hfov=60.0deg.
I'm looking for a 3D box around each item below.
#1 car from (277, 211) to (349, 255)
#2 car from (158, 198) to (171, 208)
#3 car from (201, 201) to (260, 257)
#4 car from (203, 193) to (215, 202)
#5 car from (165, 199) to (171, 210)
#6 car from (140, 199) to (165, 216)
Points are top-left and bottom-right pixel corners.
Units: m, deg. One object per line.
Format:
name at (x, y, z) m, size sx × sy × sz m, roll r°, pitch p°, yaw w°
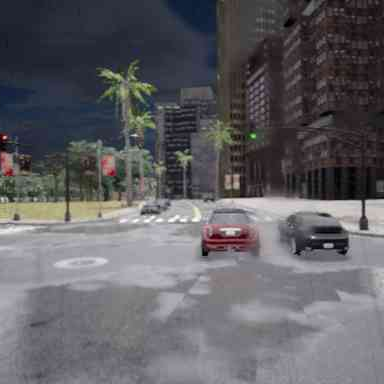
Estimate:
car at (4.734, 1.556, 13.574) m, size 1.837 × 1.490 × 4.892 m, roll -1°, pitch 0°, yaw 4°
car at (-4.532, 1.799, 55.815) m, size 1.994 × 1.385 × 4.181 m, roll -1°, pitch 0°, yaw -2°
car at (1.469, 1.450, 13.581) m, size 2.097 × 1.767 × 4.553 m, roll -1°, pitch 0°, yaw 4°
car at (3.924, 1.358, 75.905) m, size 2.150 × 2.045 × 5.566 m, roll -1°, pitch 0°, yaw -5°
car at (-4.338, 1.717, 45.797) m, size 2.128 × 1.511 × 4.902 m, roll -1°, pitch 0°, yaw 0°
car at (-4.368, 1.779, 36.105) m, size 1.994 × 1.385 × 4.181 m, roll -1°, pitch 0°, yaw 0°
